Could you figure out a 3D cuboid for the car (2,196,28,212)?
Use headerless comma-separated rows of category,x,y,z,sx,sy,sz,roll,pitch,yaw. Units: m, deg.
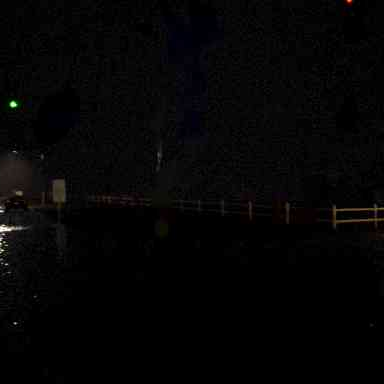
car,-19.931,1.223,37.698,2.097,1.767,4.553,-1,1,-31
